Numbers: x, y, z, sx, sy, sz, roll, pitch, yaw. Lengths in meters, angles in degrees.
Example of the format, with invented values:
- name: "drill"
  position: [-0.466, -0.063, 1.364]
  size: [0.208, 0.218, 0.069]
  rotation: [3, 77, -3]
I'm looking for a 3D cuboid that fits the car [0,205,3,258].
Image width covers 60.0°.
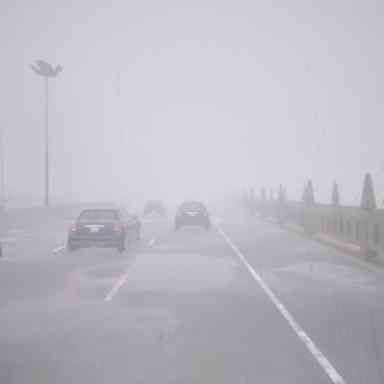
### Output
- name: "car"
  position: [-6.932, 1.358, 8.517]
  size: [2.097, 1.767, 4.553]
  rotation: [0, 0, 0]

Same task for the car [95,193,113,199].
- name: "car"
  position: [-14.193, 1.232, 53.790]
  size: [2.150, 2.045, 5.566]
  rotation: [0, 0, 0]

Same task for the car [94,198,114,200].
- name: "car"
  position: [-6.992, 1.512, 26.608]
  size: [1.837, 1.490, 4.892]
  rotation: [0, 0, 0]

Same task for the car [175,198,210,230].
- name: "car"
  position: [0.027, 1.353, 21.371]
  size: [2.097, 1.767, 4.553]
  rotation: [0, 0, 0]

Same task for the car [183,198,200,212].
- name: "car"
  position: [-0.050, 1.479, 39.263]
  size: [1.882, 1.535, 5.008]
  rotation: [0, 0, 0]

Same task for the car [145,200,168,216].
- name: "car"
  position: [-3.513, 1.509, 32.062]
  size: [1.837, 1.490, 4.892]
  rotation: [0, 0, 0]

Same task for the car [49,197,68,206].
- name: "car"
  position: [-21.190, 1.534, 52.505]
  size: [1.837, 1.490, 4.892]
  rotation: [0, 0, 0]

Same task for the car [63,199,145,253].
- name: "car"
  position: [-3.448, 1.355, 13.899]
  size: [2.097, 1.767, 4.553]
  rotation: [0, 0, 0]
